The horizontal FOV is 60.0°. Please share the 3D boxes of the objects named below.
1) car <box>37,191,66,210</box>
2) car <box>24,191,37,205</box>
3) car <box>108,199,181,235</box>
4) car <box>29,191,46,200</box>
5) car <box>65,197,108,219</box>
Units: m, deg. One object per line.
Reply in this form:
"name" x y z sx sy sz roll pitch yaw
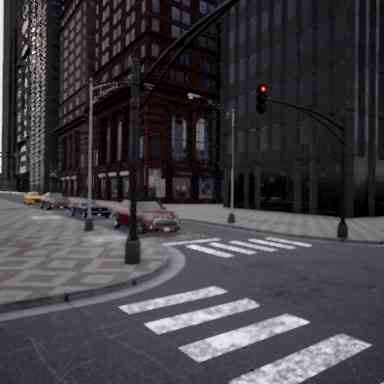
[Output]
"car" -13.622 0.823 33.277 2.097 1.767 4.553 1 0 -36
"car" -19.695 0.768 41.762 1.882 1.535 5.008 1 0 -35
"car" -2.488 1.173 17.820 2.097 1.767 4.553 1 1 -36
"car" -26.148 0.604 56.106 1.812 1.442 4.674 1 0 -35
"car" -7.756 1.254 25.124 1.895 1.301 4.718 1 1 -36
